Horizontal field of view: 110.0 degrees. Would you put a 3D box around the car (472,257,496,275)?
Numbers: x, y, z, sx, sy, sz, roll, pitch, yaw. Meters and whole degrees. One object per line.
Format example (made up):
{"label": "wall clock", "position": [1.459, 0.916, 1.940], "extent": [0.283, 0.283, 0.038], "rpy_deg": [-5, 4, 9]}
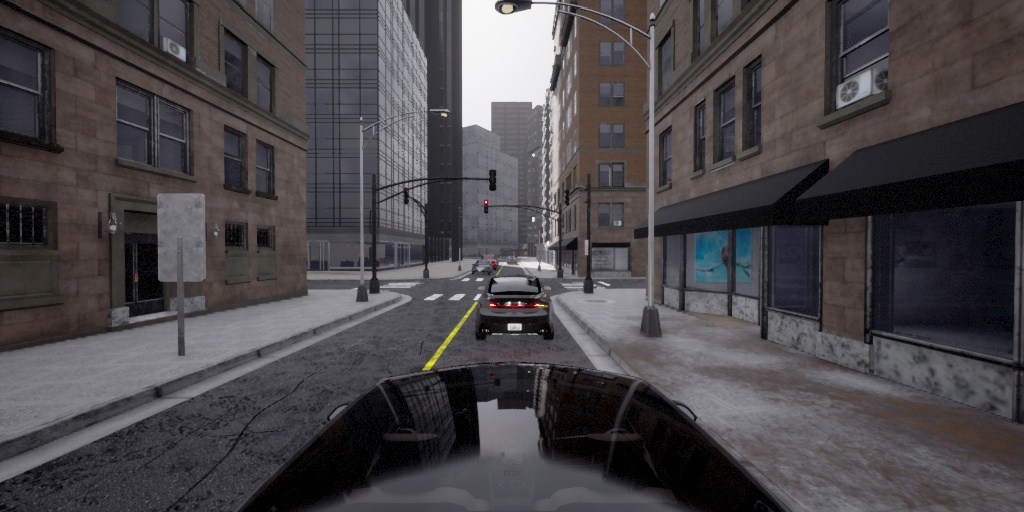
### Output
{"label": "car", "position": [-3.133, 1.163, 37.976], "extent": [2.128, 1.511, 4.902], "rpy_deg": [0, 0, 0]}

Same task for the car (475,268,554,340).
{"label": "car", "position": [0.070, 1.252, 9.987], "extent": [1.837, 1.490, 4.892], "rpy_deg": [0, 0, 0]}

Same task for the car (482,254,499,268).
{"label": "car", "position": [-3.150, 0.809, 48.281], "extent": [2.150, 2.045, 5.566], "rpy_deg": [0, 1, 0]}
